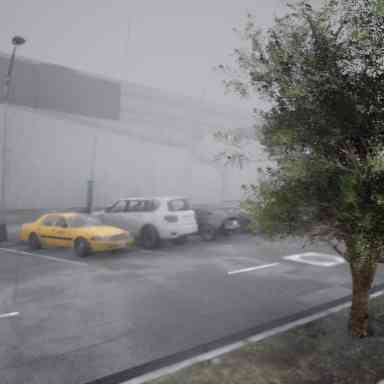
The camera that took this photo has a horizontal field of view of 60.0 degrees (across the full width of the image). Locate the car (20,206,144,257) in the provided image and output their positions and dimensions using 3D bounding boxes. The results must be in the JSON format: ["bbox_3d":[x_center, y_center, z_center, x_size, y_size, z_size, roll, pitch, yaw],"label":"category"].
[{"bbox_3d":[-4.628,1.487,13.051,5.366,1.575,1.946,-1,-1,34],"label":"car"}]

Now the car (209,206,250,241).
[{"bbox_3d":[0.083,1.508,16.653,4.792,1.488,2.163,-1,0,34],"label":"car"}]

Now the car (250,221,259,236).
[{"bbox_3d":[2.559,1.507,18.391,4.674,1.452,2.002,-1,-1,35],"label":"car"}]

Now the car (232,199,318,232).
[{"bbox_3d":[4.974,1.320,20.150,4.553,1.767,2.185,-1,-1,35],"label":"car"}]

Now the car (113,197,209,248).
[{"bbox_3d":[-2.361,1.237,14.914,5.566,2.045,2.435,-1,-1,34],"label":"car"}]
